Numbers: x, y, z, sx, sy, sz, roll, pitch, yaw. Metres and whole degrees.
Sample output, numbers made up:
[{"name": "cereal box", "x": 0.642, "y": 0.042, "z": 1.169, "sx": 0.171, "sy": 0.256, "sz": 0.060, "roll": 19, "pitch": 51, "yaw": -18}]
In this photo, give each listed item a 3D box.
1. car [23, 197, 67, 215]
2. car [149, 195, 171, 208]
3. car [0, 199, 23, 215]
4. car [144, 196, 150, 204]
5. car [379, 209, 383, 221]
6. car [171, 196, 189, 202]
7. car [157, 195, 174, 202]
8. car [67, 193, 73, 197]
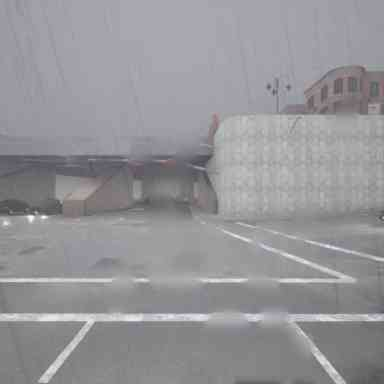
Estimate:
[{"name": "car", "x": -14.874, "y": 1.548, "z": 34.252, "sx": 2.033, "sy": 1.411, "sz": 5.357, "roll": 0, "pitch": 0, "yaw": -1}, {"name": "car", "x": -4.573, "y": 1.491, "z": 48.596, "sx": 2.128, "sy": 1.511, "sz": 4.902, "roll": 0, "pitch": 0, "yaw": -2}, {"name": "car", "x": -18.359, "y": 1.477, "z": 33.677, "sx": 1.882, "sy": 1.535, "sz": 5.008, "roll": 0, "pitch": 0, "yaw": -1}, {"name": "car", "x": -8.119, "y": 1.547, "z": 65.029, "sx": 2.033, "sy": 1.411, "sz": 5.357, "roll": 0, "pitch": 0, "yaw": 4}, {"name": "car", "x": 12.781, "y": 0.873, "z": 18.258, "sx": 4.674, "sy": 1.442, "sz": 1.812, "roll": -7, "pitch": 0, "yaw": -1}, {"name": "car", "x": -2.296, "y": 1.524, "z": 75.207, "sx": 1.812, "sy": 1.442, "sz": 4.674, "roll": 0, "pitch": 0, "yaw": 28}, {"name": "car", "x": -5.976, "y": 1.500, "z": 75.461, "sx": 1.837, "sy": 1.490, "sz": 4.892, "roll": 0, "pitch": 0, "yaw": 24}, {"name": "car", "x": -18.876, "y": 1.221, "z": 53.510, "sx": 2.150, "sy": 2.045, "sz": 5.566, "roll": 0, "pitch": 0, "yaw": -1}]
